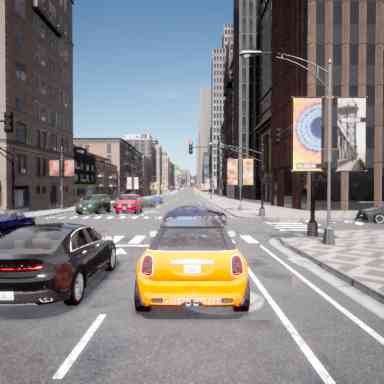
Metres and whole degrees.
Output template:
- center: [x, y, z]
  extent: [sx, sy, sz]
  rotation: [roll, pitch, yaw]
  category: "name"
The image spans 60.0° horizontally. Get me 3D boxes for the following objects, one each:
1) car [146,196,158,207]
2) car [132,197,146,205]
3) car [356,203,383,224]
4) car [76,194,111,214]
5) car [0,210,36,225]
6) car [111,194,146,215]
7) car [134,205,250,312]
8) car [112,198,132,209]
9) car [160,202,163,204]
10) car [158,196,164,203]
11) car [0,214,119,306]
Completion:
- center: [-6.604, 1.589, 48.645]
  extent: [1.994, 1.385, 4.181]
  rotation: [0, 0, 0]
  category: "car"
- center: [-9.815, 1.594, 61.827]
  extent: [1.994, 1.385, 4.181]
  rotation: [0, 0, 1]
  category: "car"
- center: [13.982, 1.470, 23.550]
  extent: [4.181, 1.385, 1.994]
  rotation: [0, 1, 0]
  category: "car"
- center: [-9.970, 1.236, 34.223]
  extent: [2.150, 2.045, 5.566]
  rotation: [0, 0, 3]
  category: "car"
- center: [-9.851, 1.602, 16.798]
  extent: [1.895, 1.301, 4.718]
  rotation: [0, 0, 0]
  category: "car"
- center: [-6.581, 1.235, 35.020]
  extent: [2.150, 2.045, 5.566]
  rotation: [0, 0, 0]
  category: "car"
- center: [0.009, 1.351, 7.878]
  extent: [2.097, 1.767, 4.553]
  rotation: [0, 0, 0]
  category: "car"
- center: [-9.852, 1.588, 47.156]
  extent: [1.994, 1.385, 4.181]
  rotation: [0, 0, 0]
  category: "car"
- center: [0.217, 1.562, 22.069]
  extent: [4.181, 1.385, 1.994]
  rotation: [0, 1, 25]
  category: "car"
- center: [-6.559, 1.508, 63.689]
  extent: [1.882, 1.535, 5.008]
  rotation: [0, 0, 0]
  category: "car"
- center: [-3.155, 1.504, 8.023]
  extent: [1.837, 1.490, 4.892]
  rotation: [0, 0, 0]
  category: "car"
